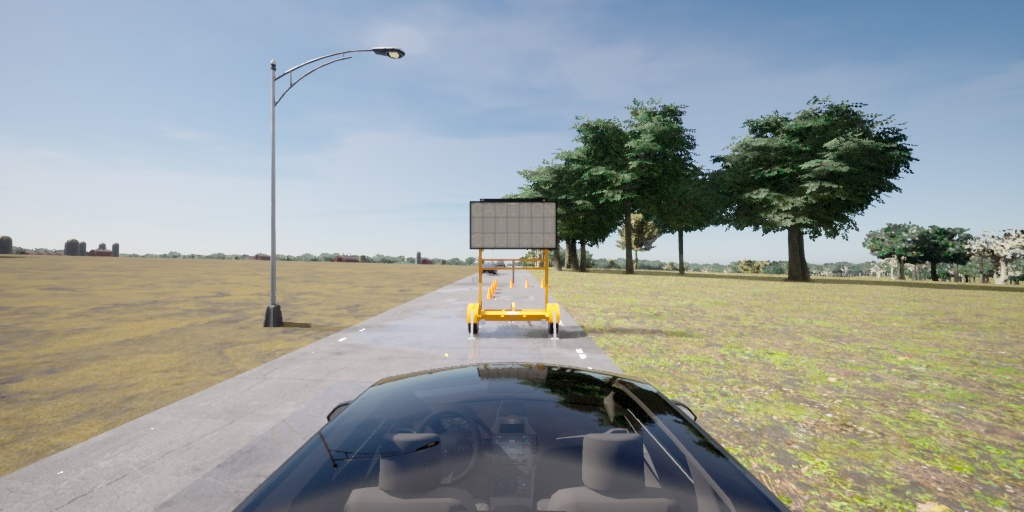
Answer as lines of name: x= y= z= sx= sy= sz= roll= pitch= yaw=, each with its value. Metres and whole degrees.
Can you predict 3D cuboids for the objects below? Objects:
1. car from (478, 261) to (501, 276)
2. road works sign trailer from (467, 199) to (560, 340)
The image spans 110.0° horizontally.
car: x=-2.599 y=1.392 z=39.340 sx=2.033 sy=1.411 sz=5.357 roll=0 pitch=0 yaw=0
road works sign trailer: x=0.040 y=0.220 z=9.972 sx=2.380 sy=3.560 sz=2.880 roll=0 pitch=0 yaw=0
